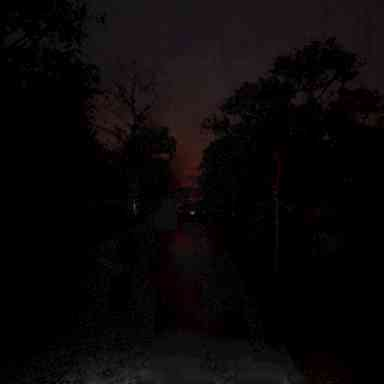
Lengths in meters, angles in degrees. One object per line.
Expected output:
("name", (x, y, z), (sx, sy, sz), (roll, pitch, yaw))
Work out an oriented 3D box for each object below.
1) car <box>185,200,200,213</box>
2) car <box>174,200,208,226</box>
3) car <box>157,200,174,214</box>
("car", (0.035, 1.771, 42.874), (1.882, 1.535, 5.008), (0, 0, 0))
("car", (0.035, 1.475, 24.539), (2.097, 1.767, 4.553), (0, -1, 0))
("car", (-2.913, 1.732, 38.744), (1.882, 1.535, 5.008), (0, -1, 0))
